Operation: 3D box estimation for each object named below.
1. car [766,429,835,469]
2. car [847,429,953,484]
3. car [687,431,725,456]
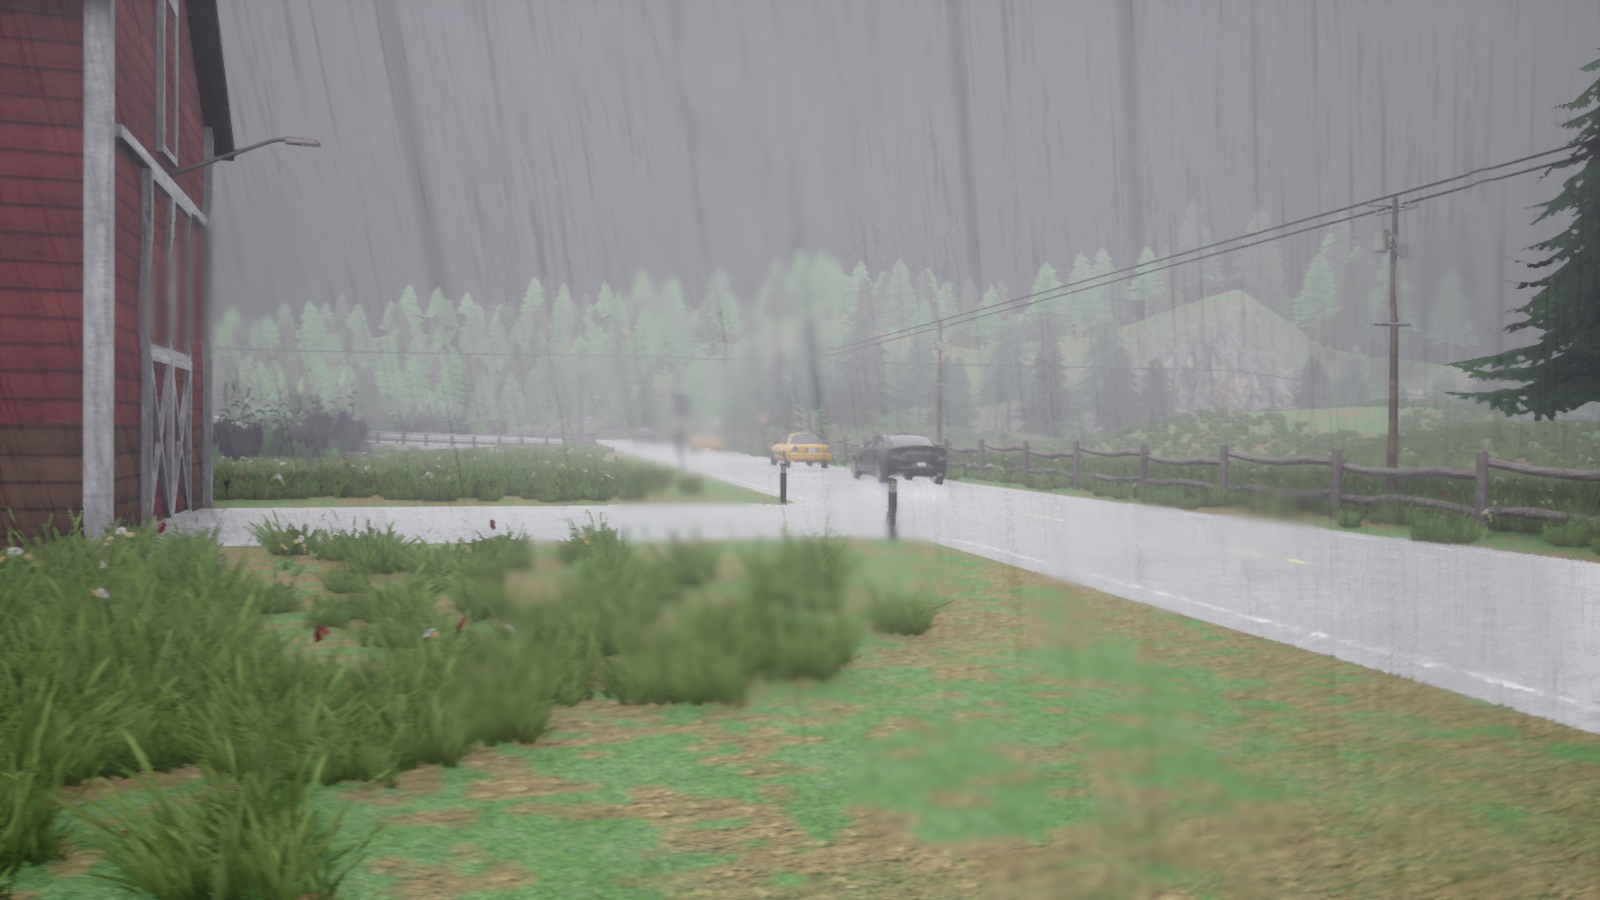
[{"bbox_3d":[-0.045,-0.078,52.590,1.801,1.575,5.366,-1,1,-12],"label":"car"},{"bbox_3d":[2.949,0.149,38.350,1.882,1.535,5.008,-1,1,-12],"label":"car"},{"bbox_3d":[-6.197,-0.469,82.207,1.801,1.575,5.366,-1,1,-11],"label":"car"}]
